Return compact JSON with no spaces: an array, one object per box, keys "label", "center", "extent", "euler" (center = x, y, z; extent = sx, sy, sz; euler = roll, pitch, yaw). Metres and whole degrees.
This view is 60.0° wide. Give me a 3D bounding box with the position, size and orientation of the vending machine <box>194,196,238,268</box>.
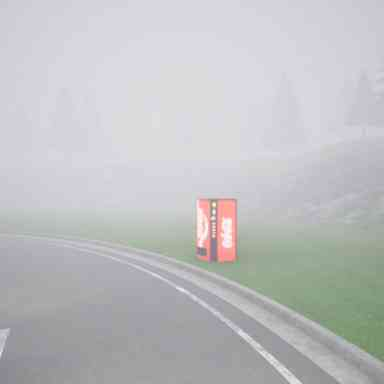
[{"label":"vending machine","center":[0.763,1.195,10.546],"extent":[1.100,2.100,0.880],"euler":[0,0,-33]}]
